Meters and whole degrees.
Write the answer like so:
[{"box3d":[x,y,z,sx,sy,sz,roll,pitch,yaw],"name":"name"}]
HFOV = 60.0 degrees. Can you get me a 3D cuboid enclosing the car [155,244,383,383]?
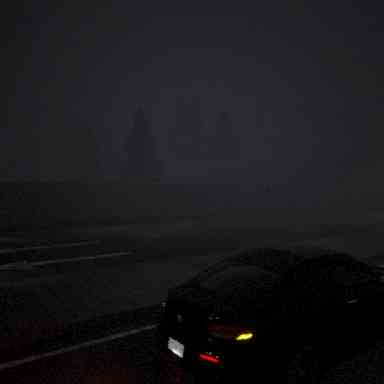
[{"box3d":[1.698,1.526,4.962,4.674,1.442,1.812,0,0,-35],"name":"car"}]
